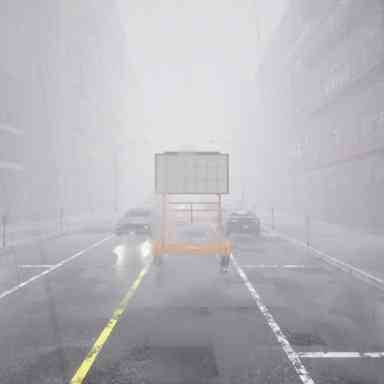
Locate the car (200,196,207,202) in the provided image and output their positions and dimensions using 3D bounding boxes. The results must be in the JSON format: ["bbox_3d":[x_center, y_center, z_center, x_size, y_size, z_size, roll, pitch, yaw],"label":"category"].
[{"bbox_3d":[2.605,1.634,45.943,2.008,1.369,4.403,1,0,0],"label":"car"}]

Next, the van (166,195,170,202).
[{"bbox_3d":[-5.264,1.459,57.069,1.690,1.788,3.998,2,0,0],"label":"van"}]

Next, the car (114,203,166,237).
[{"bbox_3d":[-2.839,1.567,18.338,2.033,1.411,5.357,0,0,0],"label":"car"}]

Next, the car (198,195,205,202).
[{"bbox_3d":[2.613,1.684,62.535,1.887,1.381,4.507,1,0,0],"label":"car"}]

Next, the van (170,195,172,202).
[{"bbox_3d":[-5.263,1.480,62.601,1.690,1.788,3.998,1,0,0],"label":"van"}]

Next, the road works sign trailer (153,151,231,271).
[{"bbox_3d":[-0.005,0.474,10.978,2.380,3.560,2.880,0,0,0],"label":"road works sign trailer"}]

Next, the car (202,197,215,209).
[{"bbox_3d":[2.603,1.613,40.411,1.887,1.381,4.507,1,0,0],"label":"car"}]

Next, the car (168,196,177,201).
[{"bbox_3d":[-5.255,1.830,90.253,1.947,1.339,4.313,1,0,0],"label":"car"}]

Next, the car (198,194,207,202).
[{"bbox_3d":[2.594,1.551,84.659,2.192,1.841,5.009,1,0,0],"label":"car"}]

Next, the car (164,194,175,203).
[{"bbox_3d":[-5.254,1.525,79.191,2.192,1.841,5.009,1,0,0],"label":"car"}]

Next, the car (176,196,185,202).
[{"bbox_3d":[-2.713,1.734,78.869,1.812,1.442,4.674,0,0,0],"label":"car"}]

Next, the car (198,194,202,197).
[{"bbox_3d":[2.616,1.706,68.064,1.887,1.381,4.507,1,0,0],"label":"car"}]

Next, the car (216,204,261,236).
[{"bbox_3d":[2.593,1.565,18.289,1.887,1.381,4.507,1,0,0],"label":"car"}]

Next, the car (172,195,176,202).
[{"bbox_3d":[-5.257,1.501,73.661,2.192,1.841,5.009,1,0,0],"label":"car"}]

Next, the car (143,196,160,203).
[{"bbox_3d":[-5.277,1.594,40.308,1.752,1.417,4.829,2,0,0],"label":"car"}]

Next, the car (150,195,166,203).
[{"bbox_3d":[-5.269,1.399,46.010,2.192,1.841,5.009,2,0,0],"label":"car"}]

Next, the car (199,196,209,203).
[{"bbox_3d":[2.628,1.625,73.597,1.967,1.590,4.097,1,0,0],"label":"car"}]

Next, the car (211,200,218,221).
[{"bbox_3d":[2.596,1.555,23.991,1.752,1.417,4.829,1,0,0],"label":"car"}]
